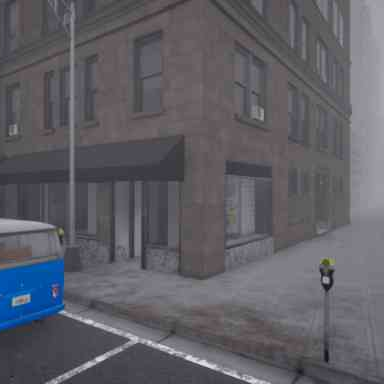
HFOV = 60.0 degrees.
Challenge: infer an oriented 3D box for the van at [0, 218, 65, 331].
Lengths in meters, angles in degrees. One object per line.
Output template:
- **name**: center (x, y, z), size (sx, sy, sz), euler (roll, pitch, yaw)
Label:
- **van**: center (-3.995, 1.340, 5.926), size (3.998, 1.788, 1.690), euler (0, 0, 35)
